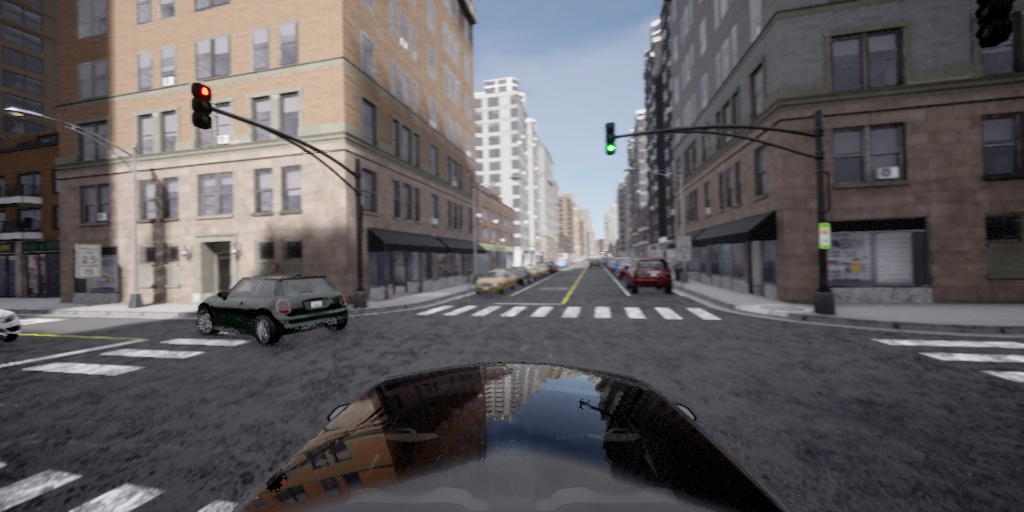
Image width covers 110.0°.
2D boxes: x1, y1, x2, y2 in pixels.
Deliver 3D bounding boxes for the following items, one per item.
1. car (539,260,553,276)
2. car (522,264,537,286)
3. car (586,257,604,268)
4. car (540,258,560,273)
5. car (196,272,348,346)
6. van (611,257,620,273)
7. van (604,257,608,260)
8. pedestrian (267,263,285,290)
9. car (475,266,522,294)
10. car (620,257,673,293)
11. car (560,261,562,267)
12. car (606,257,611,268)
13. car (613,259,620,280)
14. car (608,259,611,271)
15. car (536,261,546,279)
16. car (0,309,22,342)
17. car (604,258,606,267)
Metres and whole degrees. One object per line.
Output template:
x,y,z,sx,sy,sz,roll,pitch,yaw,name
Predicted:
2.904,1.436,38.122,1.751,1.417,4.829,0,0,13,car
0.427,1.471,27.262,1.948,1.339,4.313,0,0,13,car
13.791,1.127,59.612,2.097,1.767,4.553,-1,0,13,car
4.200,1.228,43.802,2.192,1.841,5.009,0,0,13,car
-6.902,1.314,10.270,4.553,1.767,2.097,-2,0,29,car
11.247,1.043,36.371,1.690,1.789,3.998,0,0,13,van
16.279,1.049,58.430,1.690,1.789,3.998,0,0,13,van
-9.403,1.195,14.381,0.375,1.860,0.375,-1,0,14,pedestrian
-0.869,1.427,21.582,1.751,1.417,4.829,0,0,13,car
7.473,1.007,19.826,2.192,1.841,5.009,0,0,13,car
5.457,1.497,49.315,1.802,1.307,4.207,0,0,13,car
13.801,1.232,47.567,1.751,1.417,4.829,0,0,13,car
9.989,1.245,30.856,1.888,1.381,4.507,0,0,13,car
12.505,1.286,41.886,1.802,1.307,4.207,0,0,13,car
1.647,1.434,32.609,1.751,1.417,4.829,0,0,13,car
-15.704,1.688,9.540,4.674,1.442,1.812,-1,0,13,car
15.021,1.290,52.917,1.802,1.307,4.207,0,0,13,car
